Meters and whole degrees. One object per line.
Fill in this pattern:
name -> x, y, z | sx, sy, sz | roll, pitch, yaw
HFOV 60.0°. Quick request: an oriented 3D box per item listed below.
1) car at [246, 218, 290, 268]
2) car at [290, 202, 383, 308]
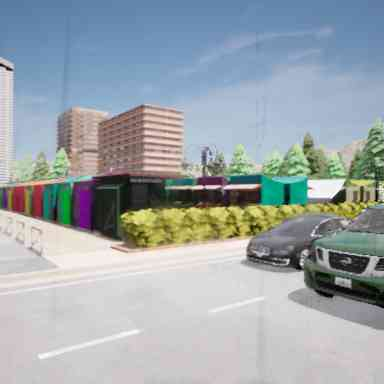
car -> 3.938, 1.532, 11.070 | 4.892, 1.490, 1.837 | -2, 1, -35
car -> 4.936, 1.248, 7.491 | 5.566, 2.045, 2.150 | 0, 0, -35
